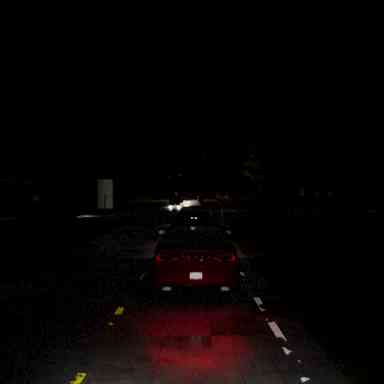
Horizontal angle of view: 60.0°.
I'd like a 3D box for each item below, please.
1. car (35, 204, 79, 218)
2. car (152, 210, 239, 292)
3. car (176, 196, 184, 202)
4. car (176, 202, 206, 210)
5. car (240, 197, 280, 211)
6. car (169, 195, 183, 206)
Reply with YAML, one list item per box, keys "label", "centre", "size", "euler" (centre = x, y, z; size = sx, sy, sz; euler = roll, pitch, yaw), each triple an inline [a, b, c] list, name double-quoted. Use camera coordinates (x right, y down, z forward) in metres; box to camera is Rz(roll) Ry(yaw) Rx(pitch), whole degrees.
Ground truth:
- label: "car"
  centre: [-14.228, 1.922, 35.146]
  size: [4.181, 1.385, 1.994]
  euler: [-1, 1, 0]
- label: "car"
  centre: [0.087, 1.492, 9.012]
  size: [1.882, 1.535, 5.008]
  euler: [0, 0, 0]
- label: "car"
  centre: [-3.182, 1.732, 89.534]
  size: [1.882, 1.535, 5.008]
  euler: [0, 0, 0]
- label: "car"
  centre: [0.110, 1.540, 18.963]
  size: [1.837, 1.490, 4.892]
  euler: [0, 0, 1]
- label: "car"
  centre: [7.909, 1.349, 38.880]
  size: [4.674, 1.442, 1.812]
  euler: [-1, 1, 0]
- label: "car"
  centre: [-3.039, 1.745, 59.731]
  size: [1.895, 1.301, 4.718]
  euler: [0, 0, 0]
